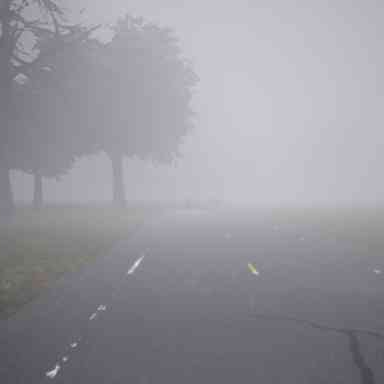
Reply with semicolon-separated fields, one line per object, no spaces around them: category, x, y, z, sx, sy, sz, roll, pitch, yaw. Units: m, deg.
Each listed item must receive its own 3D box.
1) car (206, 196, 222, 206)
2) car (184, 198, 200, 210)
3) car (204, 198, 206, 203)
car;3.733;1.512;53.506;2.033;1.411;5.357;0;0;0
car;0.022;1.500;41.958;1.812;1.442;4.674;0;0;0
car;3.677;1.468;70.074;1.812;1.442;4.674;0;0;0
